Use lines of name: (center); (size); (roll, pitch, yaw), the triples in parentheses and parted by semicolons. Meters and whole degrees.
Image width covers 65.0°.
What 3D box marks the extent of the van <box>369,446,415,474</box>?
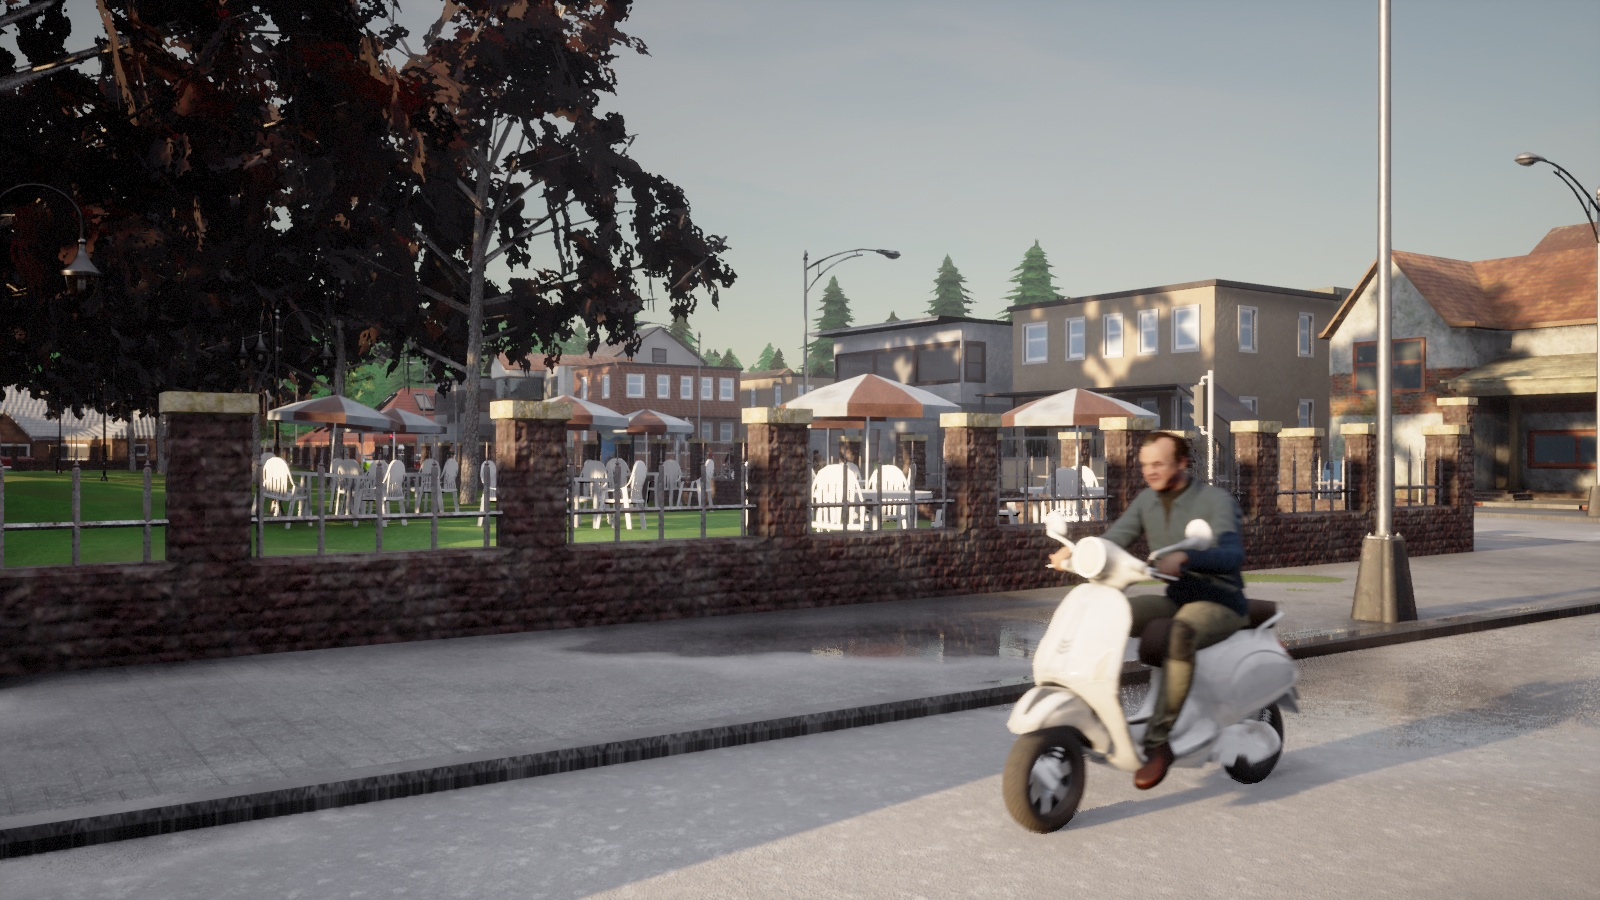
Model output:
van: (-30.423, 0.761, 93.524); (2.069, 2.038, 4.480); (0, 0, -35)

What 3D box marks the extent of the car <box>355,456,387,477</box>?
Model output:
car: (-28.675, 1.066, 83.927); (1.481, 1.376, 2.207); (0, -1, -36)

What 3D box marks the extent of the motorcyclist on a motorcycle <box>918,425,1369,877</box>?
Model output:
motorcyclist on a motorcycle: (1.477, 0.708, 5.298); (1.817, 1.590, 0.866); (0, 0, -35)
